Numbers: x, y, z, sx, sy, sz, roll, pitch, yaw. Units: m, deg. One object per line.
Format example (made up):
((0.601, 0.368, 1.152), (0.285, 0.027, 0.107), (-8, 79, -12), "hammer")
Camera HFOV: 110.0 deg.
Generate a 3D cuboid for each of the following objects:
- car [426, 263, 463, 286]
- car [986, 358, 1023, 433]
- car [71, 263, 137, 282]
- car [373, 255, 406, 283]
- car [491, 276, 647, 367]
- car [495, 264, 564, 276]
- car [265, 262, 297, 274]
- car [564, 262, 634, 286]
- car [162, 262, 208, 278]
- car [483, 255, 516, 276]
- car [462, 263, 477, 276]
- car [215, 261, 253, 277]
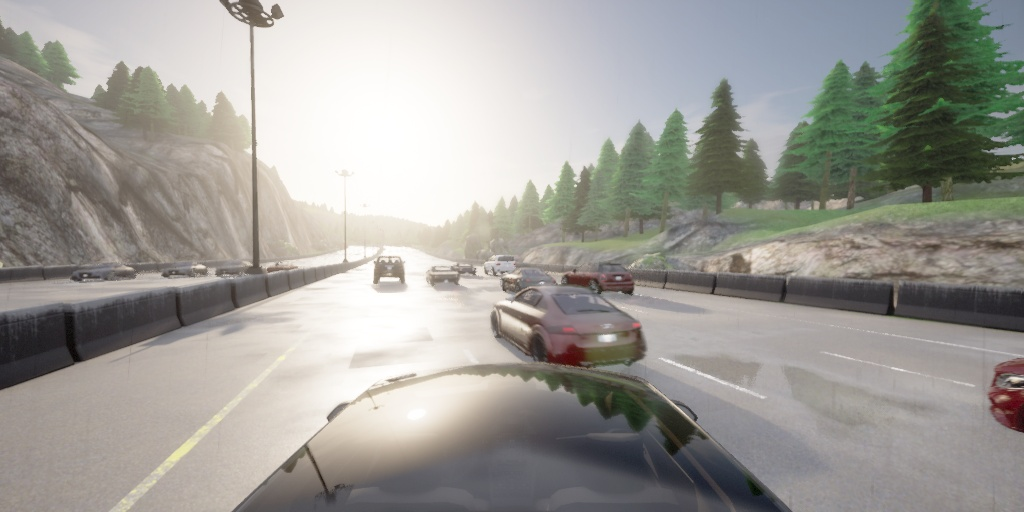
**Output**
((-4.993, 1.329, 25.396), (1.895, 1.301, 4.718), (0, 0, -18), "car")
((6.525, 1.283, 2.029), (1.812, 1.442, 4.674), (0, 0, -18), "car")
((-31.973, 1.259, 28.229), (1.994, 1.385, 4.181), (0, 0, -18), "car")
((-9.370, 0.944, 27.455), (2.150, 2.045, 5.566), (0, 0, -19), "car")
((0.911, 1.311, 7.747), (1.994, 1.385, 4.181), (0, 0, -18), "car")
((0.790, 1.303, 19.143), (1.994, 1.385, 4.181), (0, 0, -19), "car")
((-23.861, 1.299, 37.149), (1.895, 1.301, 4.718), (0, 0, -18), "car")
((4.444, 1.095, 19.257), (2.097, 1.767, 4.553), (0, 0, -19), "car")
((-29.804, 1.258, 32.806), (1.994, 1.385, 4.181), (0, 0, -18), "car")
((-1.288, 0.947, 36.384), (2.150, 2.045, 5.566), (0, 0, -18), "car")
((-4.981, 1.321, 36.393), (1.895, 1.301, 4.718), (0, 0, -19), "car")
((-26.744, 1.204, 34.714), (1.837, 1.490, 4.892), (0, 0, -18), "car")
